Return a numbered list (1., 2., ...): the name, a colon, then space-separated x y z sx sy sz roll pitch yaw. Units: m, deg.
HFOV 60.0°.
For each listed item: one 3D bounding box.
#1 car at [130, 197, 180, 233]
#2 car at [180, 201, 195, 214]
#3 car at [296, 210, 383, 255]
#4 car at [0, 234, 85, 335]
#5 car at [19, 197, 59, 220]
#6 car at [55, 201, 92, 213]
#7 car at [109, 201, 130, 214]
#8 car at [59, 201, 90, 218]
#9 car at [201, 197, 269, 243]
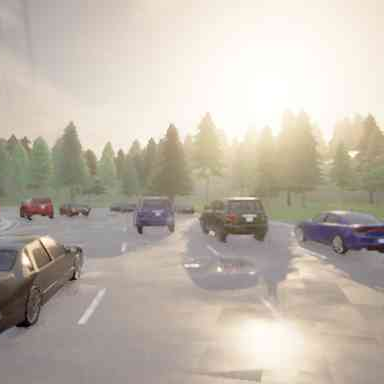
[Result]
1. car: -2.464 1.325 20.786 2.150 2.045 5.566 0 0 -13
2. car: -1.465 1.722 36.699 1.994 1.385 4.181 0 0 -31
3. car: 5.986 1.483 13.494 1.882 1.535 5.008 0 0 -8
4. car: -3.715 1.606 6.936 2.033 1.411 5.357 0 0 -5
5. car: -14.672 1.467 31.344 2.150 2.045 5.566 1 -1 -36
6. car: -14.951 1.837 41.896 5.357 1.411 2.033 -1 0 40
7. car: -8.221 1.789 39.580 1.994 1.385 4.181 0 0 -39
8. car: -11.910 1.832 33.377 1.895 1.301 4.718 0 0 -36
9. car: 1.963 1.273 16.829 2.150 2.045 5.566 0 0 -11
